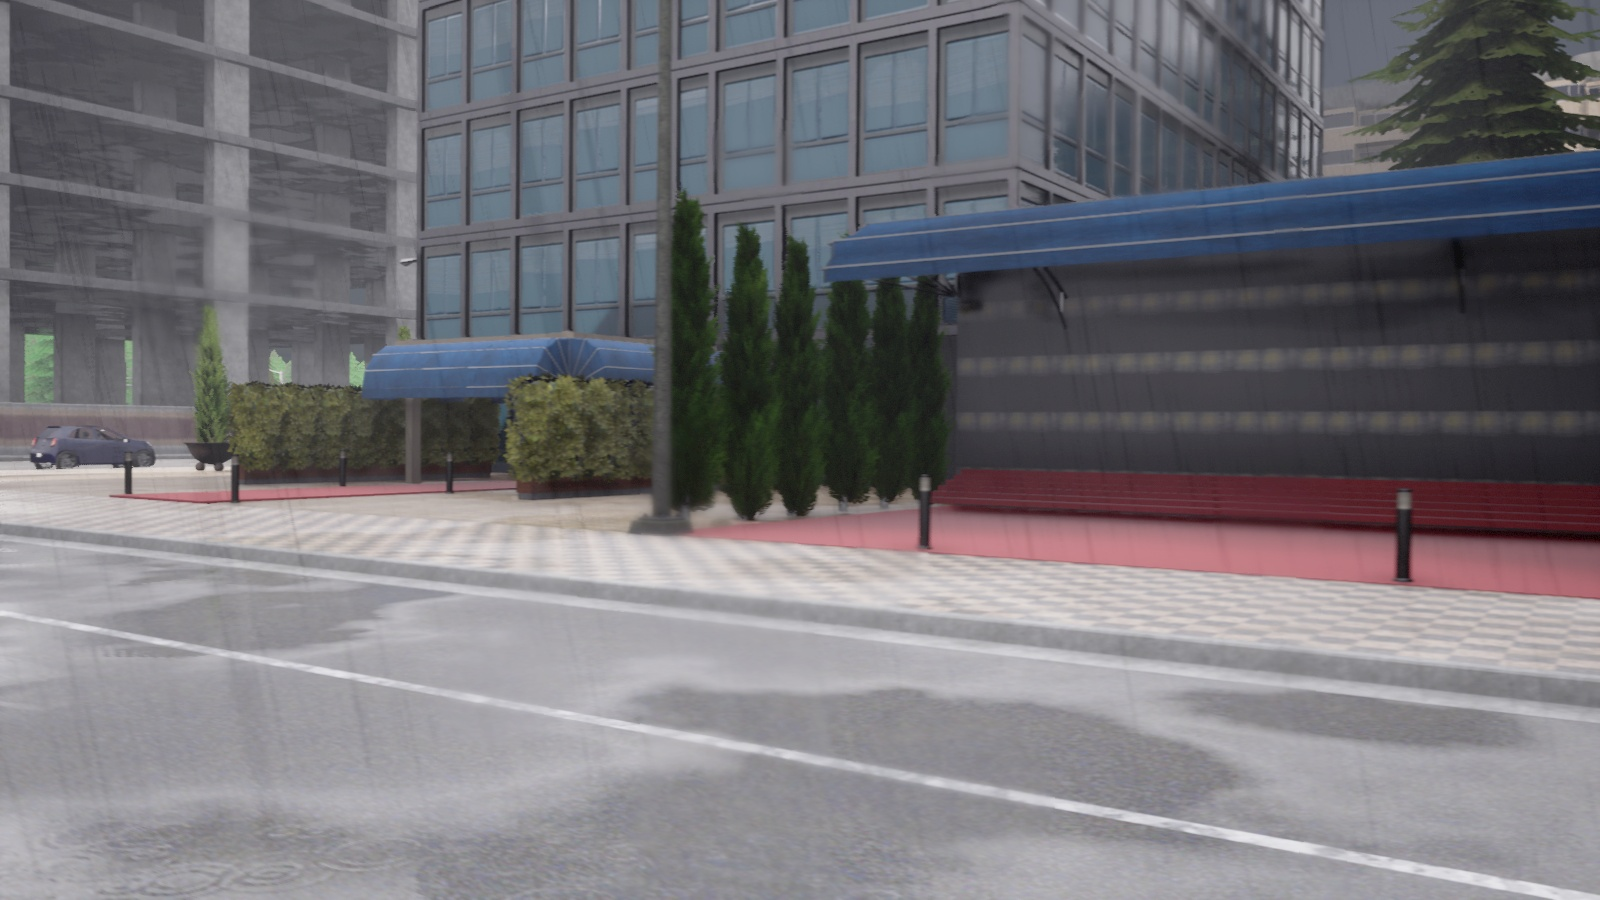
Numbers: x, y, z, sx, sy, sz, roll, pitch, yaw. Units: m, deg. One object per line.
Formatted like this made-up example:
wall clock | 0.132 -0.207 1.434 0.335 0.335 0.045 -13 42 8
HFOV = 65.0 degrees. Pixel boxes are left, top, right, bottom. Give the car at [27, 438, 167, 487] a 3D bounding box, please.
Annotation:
car | -23.500 0.384 42.054 1.845 1.501 3.633 0 1 34
